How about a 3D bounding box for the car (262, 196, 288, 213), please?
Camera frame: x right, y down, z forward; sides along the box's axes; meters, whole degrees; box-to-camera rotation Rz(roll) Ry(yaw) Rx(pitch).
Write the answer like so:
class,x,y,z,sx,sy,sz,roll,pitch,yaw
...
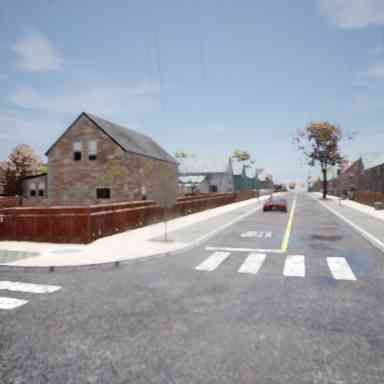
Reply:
class,x,y,z,sx,sy,sz,roll,pitch,yaw
car,7.340,1.084,29.199,1.994,1.385,4.181,-1,1,18
